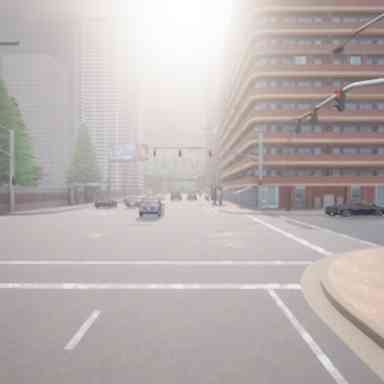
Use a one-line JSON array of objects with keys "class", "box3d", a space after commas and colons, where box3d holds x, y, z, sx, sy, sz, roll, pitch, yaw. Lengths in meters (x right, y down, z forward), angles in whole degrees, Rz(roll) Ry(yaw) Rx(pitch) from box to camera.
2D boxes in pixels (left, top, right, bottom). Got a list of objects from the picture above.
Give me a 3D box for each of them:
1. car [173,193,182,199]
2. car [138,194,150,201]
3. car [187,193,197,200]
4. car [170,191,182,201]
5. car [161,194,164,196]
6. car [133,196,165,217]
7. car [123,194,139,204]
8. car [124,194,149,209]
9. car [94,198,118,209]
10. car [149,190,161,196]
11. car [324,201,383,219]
[{"class": "car", "box3d": [-3.488, 1.066, 81.120, 1.994, 1.385, 4.181, 0, 0, 0]}, {"class": "car", "box3d": [-10.489, 1.096, 72.954, 1.812, 1.442, 4.674, 0, 0, 0]}, {"class": "car", "box3d": [0.011, 0.931, 72.649, 2.097, 1.767, 4.553, 0, 0, 0]}, {"class": "car", "box3d": [-3.489, 0.804, 71.868, 2.150, 2.045, 5.566, 0, 0, 0]}, {"class": "car", "box3d": [-6.989, 1.098, 72.789, 1.812, 1.442, 4.674, 0, 0, 0]}, {"class": "car", "box3d": [-3.402, 1.354, 28.740, 2.033, 1.411, 5.357, 0, 0, 0]}, {"class": "car", "box3d": [-10.533, 1.144, 57.794, 1.882, 1.535, 5.008, 0, 0, 0]}, {"class": "car", "box3d": [-7.080, 1.250, 41.777, 2.128, 1.511, 4.902, 0, 0, 0]}, {"class": "car", "box3d": [-10.582, 1.363, 41.155, 1.895, 1.301, 4.718, 0, 0, 0]}, {"class": "car", "box3d": [-7.044, 1.018, 57.723, 2.097, 1.767, 4.553, 0, 0, 0]}, {"class": "car", "box3d": [13.050, 1.391, 26.496, 4.718, 1.301, 1.895, 0, 0, -14]}]
